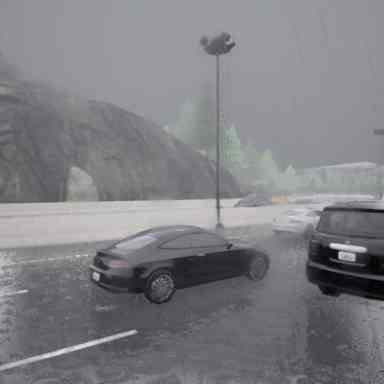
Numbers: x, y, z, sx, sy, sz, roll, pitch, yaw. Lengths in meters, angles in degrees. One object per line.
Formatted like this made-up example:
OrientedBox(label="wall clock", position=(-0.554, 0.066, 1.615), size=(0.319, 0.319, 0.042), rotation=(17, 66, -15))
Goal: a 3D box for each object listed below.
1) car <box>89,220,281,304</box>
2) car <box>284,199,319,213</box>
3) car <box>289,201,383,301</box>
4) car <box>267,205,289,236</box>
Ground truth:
OrientedBox(label="car", position=(-0.111, 1.539, 8.148), size=(4.674, 1.442, 1.812), rotation=(0, 0, -37))
OrientedBox(label="car", position=(12.679, 1.553, 38.171), size=(1.837, 1.490, 4.892), rotation=(0, 0, 45))
OrientedBox(label="car", position=(4.862, 1.229, 7.530), size=(5.566, 2.045, 2.150), rotation=(0, 0, -38))
OrientedBox(label="car", position=(6.086, 1.548, 17.552), size=(4.674, 1.442, 1.812), rotation=(0, 0, -40))
